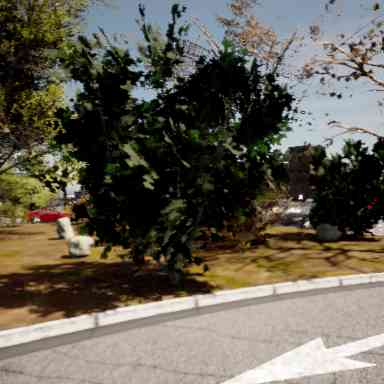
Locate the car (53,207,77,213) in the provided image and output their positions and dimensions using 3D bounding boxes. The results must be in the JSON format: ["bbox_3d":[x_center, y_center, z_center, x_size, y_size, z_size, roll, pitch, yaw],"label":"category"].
[{"bbox_3d":[-30.769,4.359,80.744,5.008,1.535,2.097,1,-3,-35],"label":"car"}]

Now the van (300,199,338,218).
[{"bbox_3d":[14.286,1.811,37.372,4.442,1.987,1.878,1,-2,-35],"label":"van"}]

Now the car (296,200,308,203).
[{"bbox_3d":[7.001,1.578,26.660,5.566,2.045,2.435,1,-1,-35],"label":"car"}]

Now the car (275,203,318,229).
[{"bbox_3d":[8.600,1.788,24.366,4.892,1.521,2.231,1,-1,-35],"label":"car"}]

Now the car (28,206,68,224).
[{"bbox_3d":[-15.415,2.585,36.088,5.008,1.535,1.882,2,-1,-35],"label":"car"}]

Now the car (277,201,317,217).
[{"bbox_3d":[12.609,1.981,39.901,4.553,1.767,2.185,1,-2,-35],"label":"car"}]
